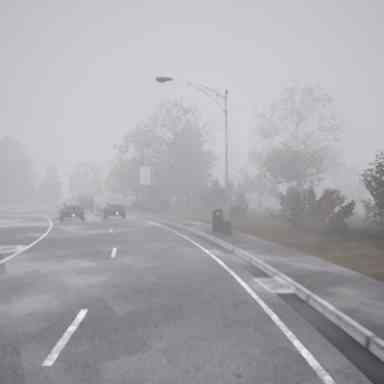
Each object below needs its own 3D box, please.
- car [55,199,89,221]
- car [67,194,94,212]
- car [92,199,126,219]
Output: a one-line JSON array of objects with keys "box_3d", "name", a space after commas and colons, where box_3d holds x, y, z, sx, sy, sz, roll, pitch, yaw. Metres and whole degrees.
[{"box_3d": [-10.205, 1.549, 27.817, 1.837, 1.490, 4.892, 1, -1, -26], "name": "car"}, {"box_3d": [-13.267, 1.305, 39.338, 2.150, 2.045, 5.566, 1, 0, -38], "name": "car"}, {"box_3d": [-7.381, 1.580, 29.954, 1.837, 1.490, 4.892, 1, -2, -28], "name": "car"}]
